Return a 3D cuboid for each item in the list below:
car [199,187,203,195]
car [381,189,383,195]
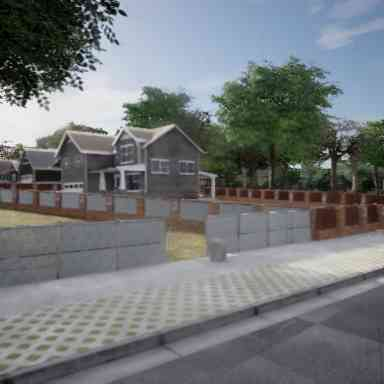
[{"bbox_3d":[0.156,-0.413,56.348,1.882,1.535,5.008,-1,3,-41],"label":"car"},{"bbox_3d":[21.266,0.854,32.383,2.150,2.045,5.566,-1,5,-41],"label":"car"}]
